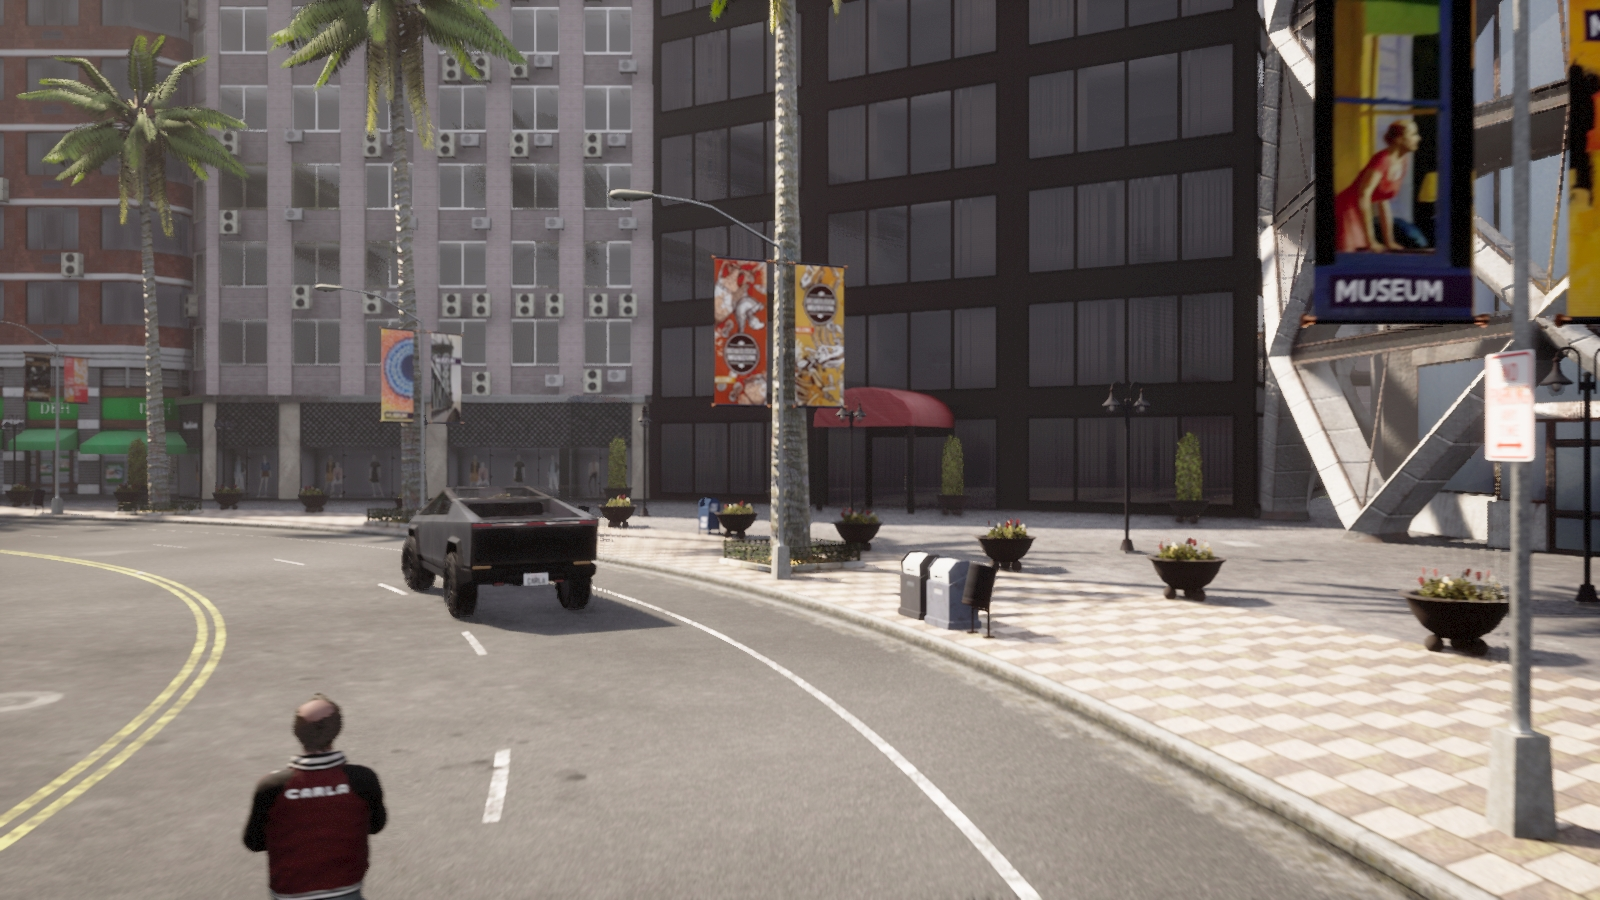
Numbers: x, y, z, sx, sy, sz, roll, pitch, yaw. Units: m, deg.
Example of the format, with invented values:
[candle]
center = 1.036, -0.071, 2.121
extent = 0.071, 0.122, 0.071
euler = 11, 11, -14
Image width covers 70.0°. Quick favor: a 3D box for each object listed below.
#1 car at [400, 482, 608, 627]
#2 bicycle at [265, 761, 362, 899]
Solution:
[car]
center = -5.749, 1.753, 21.379
extent = 2.390, 2.098, 6.274
euler = 0, 0, -28
[bicycle]
center = -2.112, 2.210, 5.046
extent = 0.329, 1.171, 1.835
euler = 0, 0, -21
